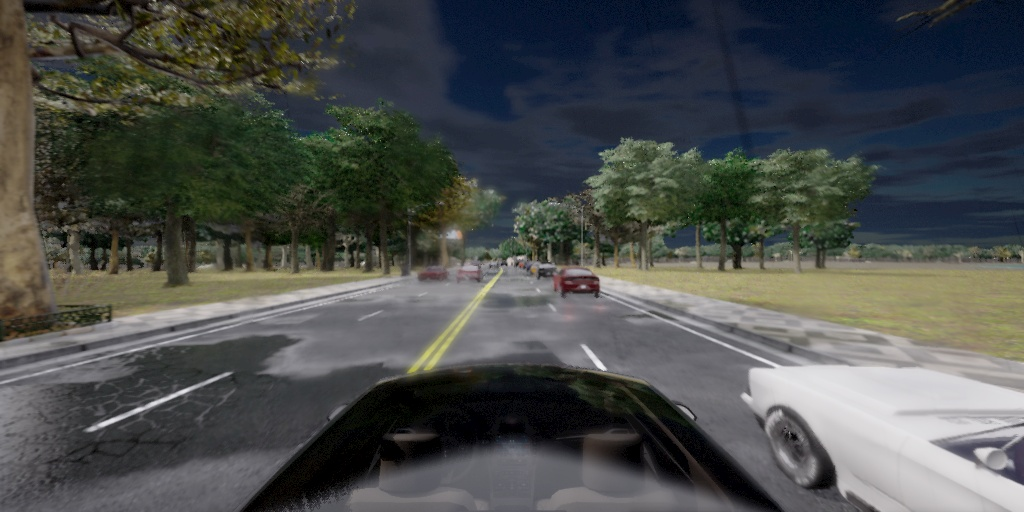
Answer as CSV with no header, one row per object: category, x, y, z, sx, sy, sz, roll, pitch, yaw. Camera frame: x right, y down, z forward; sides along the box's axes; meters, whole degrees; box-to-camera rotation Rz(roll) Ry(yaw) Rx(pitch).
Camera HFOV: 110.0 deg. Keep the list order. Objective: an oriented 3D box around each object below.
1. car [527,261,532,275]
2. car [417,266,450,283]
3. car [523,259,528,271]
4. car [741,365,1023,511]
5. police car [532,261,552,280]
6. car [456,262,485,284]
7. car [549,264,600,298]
car,3.244,1.498,44.908,1.801,1.575,5.366,0,-1,0
car,-6.599,1.522,30.467,1.895,1.301,4.718,0,0,0
car,3.238,1.495,55.715,2.097,1.767,4.553,0,-1,0
car,3.349,1.351,1.632,1.895,1.301,4.718,0,0,0
police car,3.246,1.372,33.827,1.930,1.638,5.238,0,0,0
car,-3.348,1.438,29.265,1.812,1.442,4.674,0,0,0
car,3.347,1.322,19.290,1.882,1.535,5.008,0,-1,0
